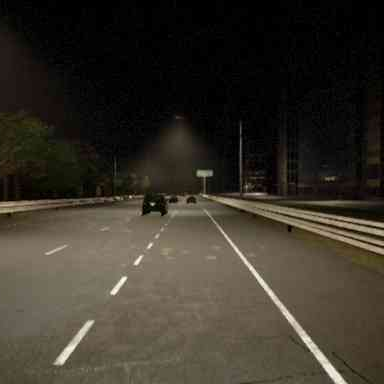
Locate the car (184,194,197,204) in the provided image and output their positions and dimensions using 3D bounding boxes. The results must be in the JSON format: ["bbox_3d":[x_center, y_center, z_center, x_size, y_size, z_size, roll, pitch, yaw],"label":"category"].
[{"bbox_3d":[-0.134,1.581,67.633,1.837,1.490,4.892,0,-1,0],"label":"car"}]

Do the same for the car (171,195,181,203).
[{"bbox_3d":[-3.742,1.608,68.497,1.812,1.442,4.674,0,0,0],"label":"car"}]

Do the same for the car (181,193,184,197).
[{"bbox_3d":[-3.881,1.462,86.357,2.097,1.767,4.553,0,0,-1],"label":"car"}]

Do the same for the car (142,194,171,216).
[{"bbox_3d":[-3.556,1.245,32.485,2.150,2.045,5.566,0,0,0],"label":"car"}]
